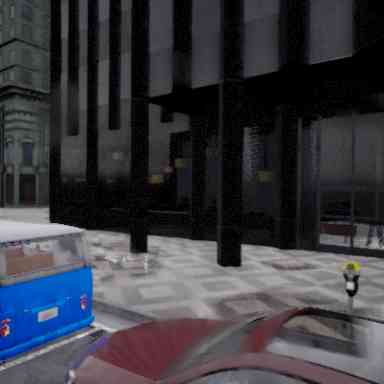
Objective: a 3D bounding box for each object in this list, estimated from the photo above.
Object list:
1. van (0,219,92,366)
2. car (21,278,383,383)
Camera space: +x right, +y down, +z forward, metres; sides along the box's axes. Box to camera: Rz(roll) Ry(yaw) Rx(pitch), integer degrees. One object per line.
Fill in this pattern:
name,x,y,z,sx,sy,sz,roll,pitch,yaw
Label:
van,-3.364,1.344,5.370,3.998,1.788,1.690,0,1,35
car,0.777,1.582,2.415,4.206,1.307,1.802,0,1,35
